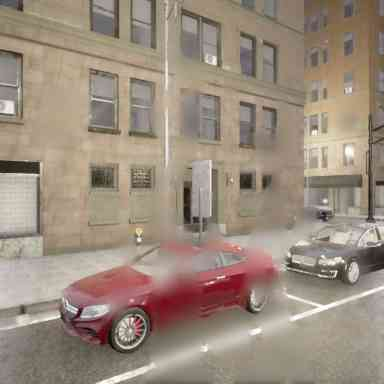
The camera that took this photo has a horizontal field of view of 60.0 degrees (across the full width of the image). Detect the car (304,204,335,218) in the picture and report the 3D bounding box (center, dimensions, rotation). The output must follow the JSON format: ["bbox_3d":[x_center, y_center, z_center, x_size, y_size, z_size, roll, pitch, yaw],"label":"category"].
[{"bbox_3d":[8.246,1.516,25.155,1.895,1.301,4.718,0,0,-35],"label":"car"}]

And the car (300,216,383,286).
[{"bbox_3d":[4.462,1.550,9.343,4.403,1.369,2.008,0,0,-35],"label":"car"}]

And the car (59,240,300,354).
[{"bbox_3d":[-0.172,1.582,6.055,4.206,1.307,1.802,0,0,-35],"label":"car"}]
